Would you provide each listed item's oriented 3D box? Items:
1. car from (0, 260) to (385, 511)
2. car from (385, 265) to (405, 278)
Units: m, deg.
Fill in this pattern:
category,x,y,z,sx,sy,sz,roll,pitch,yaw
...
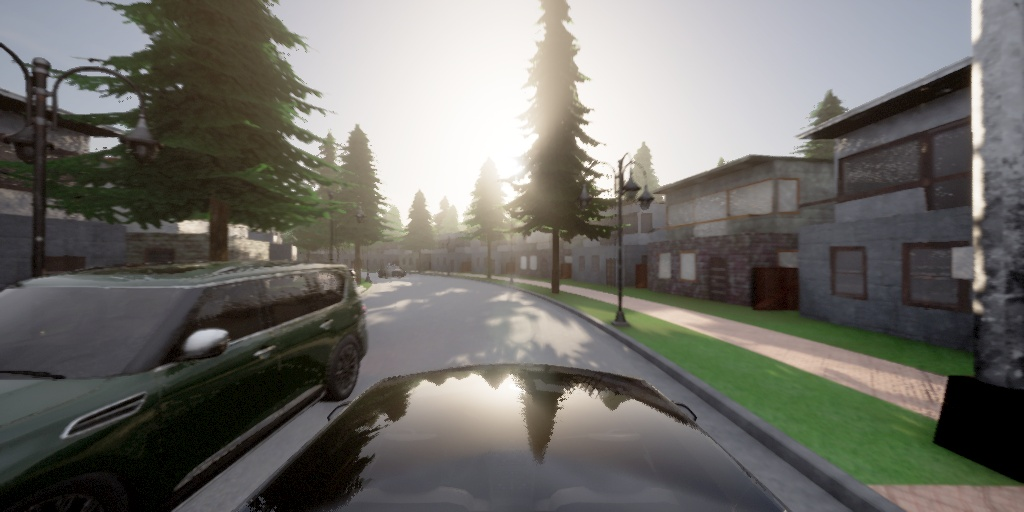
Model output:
category,x,y,z,sx,sy,sz,roll,pitch,yaw
car,-3.376,1.098,3.517,2.150,2.045,5.566,0,1,1
car,-13.259,1.715,39.545,1.994,1.385,4.181,1,0,-33
